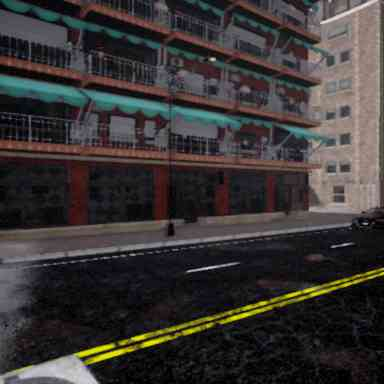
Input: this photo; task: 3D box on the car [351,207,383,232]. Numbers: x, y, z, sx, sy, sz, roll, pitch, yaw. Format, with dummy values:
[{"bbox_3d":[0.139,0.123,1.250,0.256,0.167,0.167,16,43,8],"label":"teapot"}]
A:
[{"bbox_3d":[11.542,1.645,20.351,4.181,1.385,1.994,0,0,-37],"label":"car"}]
